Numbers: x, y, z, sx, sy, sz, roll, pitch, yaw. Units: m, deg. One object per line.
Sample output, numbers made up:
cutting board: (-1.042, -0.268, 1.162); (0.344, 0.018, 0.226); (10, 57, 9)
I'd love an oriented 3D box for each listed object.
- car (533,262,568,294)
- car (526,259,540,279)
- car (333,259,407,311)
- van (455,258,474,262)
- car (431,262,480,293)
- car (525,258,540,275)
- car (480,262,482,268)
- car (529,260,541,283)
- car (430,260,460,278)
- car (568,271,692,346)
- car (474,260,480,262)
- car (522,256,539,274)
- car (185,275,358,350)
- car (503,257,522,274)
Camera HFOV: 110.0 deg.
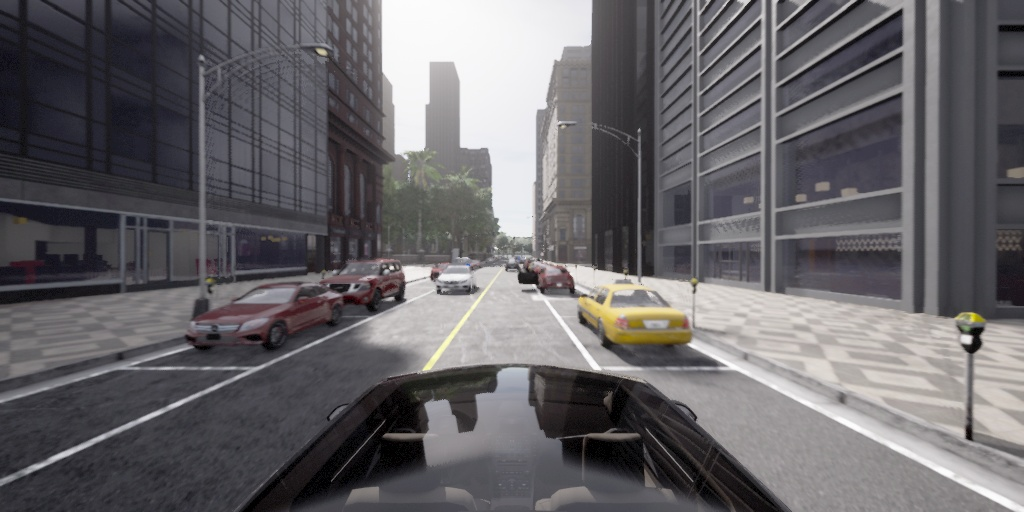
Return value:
car: (2.352, 1.262, 20.134); (1.812, 1.442, 4.674); (0, 0, 0)
car: (2.763, 1.280, 36.134); (2.007, 1.370, 4.403); (0, 0, 0)
car: (-5.763, 1.054, 14.444); (2.192, 1.841, 5.009); (0, 0, 0)
van: (-5.762, 1.067, 41.574); (1.690, 1.789, 3.998); (0, 0, 0)
car: (-3.098, 1.261, 20.605); (1.812, 1.442, 4.674); (0, 0, 0)
car: (2.763, 1.253, 41.729); (1.751, 1.417, 4.829); (0, 0, 0)
car: (-5.762, 1.299, 57.853); (1.802, 1.307, 4.207); (0, 0, 0)
car: (2.762, 1.276, 30.709); (1.888, 1.381, 4.507); (0, 0, 0)
car: (-5.762, 1.276, 30.722); (1.888, 1.381, 4.507); (0, 0, 0)
car: (2.762, 1.269, 9.179); (1.751, 1.417, 4.829); (0, 0, 0)
car: (-5.762, 1.164, 47.001); (1.967, 1.591, 4.097); (0, 0, 0)
car: (2.764, 1.039, 46.985); (2.192, 1.841, 5.009); (0, 0, 0)
car: (-5.763, 1.325, 9.019); (1.802, 1.307, 4.207); (0, 0, 0)
car: (0.064, 1.250, 47.331); (1.812, 1.442, 4.674); (0, 0, 0)
